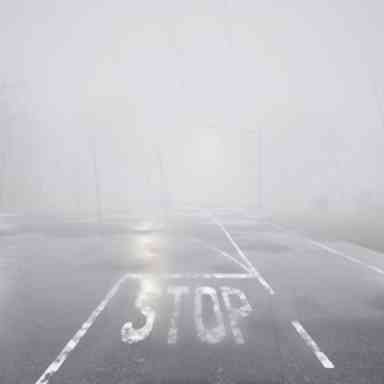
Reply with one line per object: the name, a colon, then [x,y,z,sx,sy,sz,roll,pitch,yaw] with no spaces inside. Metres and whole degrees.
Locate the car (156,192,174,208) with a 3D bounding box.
car: [-3.590,1.021,45.031,2.150,2.045,5.566,0,0,0]
